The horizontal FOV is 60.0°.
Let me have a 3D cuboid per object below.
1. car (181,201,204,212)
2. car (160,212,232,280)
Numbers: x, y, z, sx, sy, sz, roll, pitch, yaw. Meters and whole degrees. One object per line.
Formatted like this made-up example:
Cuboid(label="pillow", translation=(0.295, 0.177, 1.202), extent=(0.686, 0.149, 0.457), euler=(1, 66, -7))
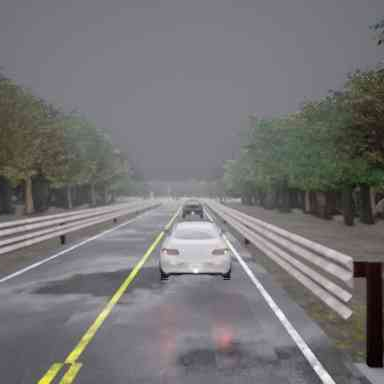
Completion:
Cuboid(label="car", translation=(0.089, 1.599, 31.662), extent=(1.837, 1.490, 4.892), euler=(0, 0, 0))
Cuboid(label="car", translation=(0.095, 1.553, 9.953), extent=(1.812, 1.442, 4.674), euler=(0, 0, 0))
